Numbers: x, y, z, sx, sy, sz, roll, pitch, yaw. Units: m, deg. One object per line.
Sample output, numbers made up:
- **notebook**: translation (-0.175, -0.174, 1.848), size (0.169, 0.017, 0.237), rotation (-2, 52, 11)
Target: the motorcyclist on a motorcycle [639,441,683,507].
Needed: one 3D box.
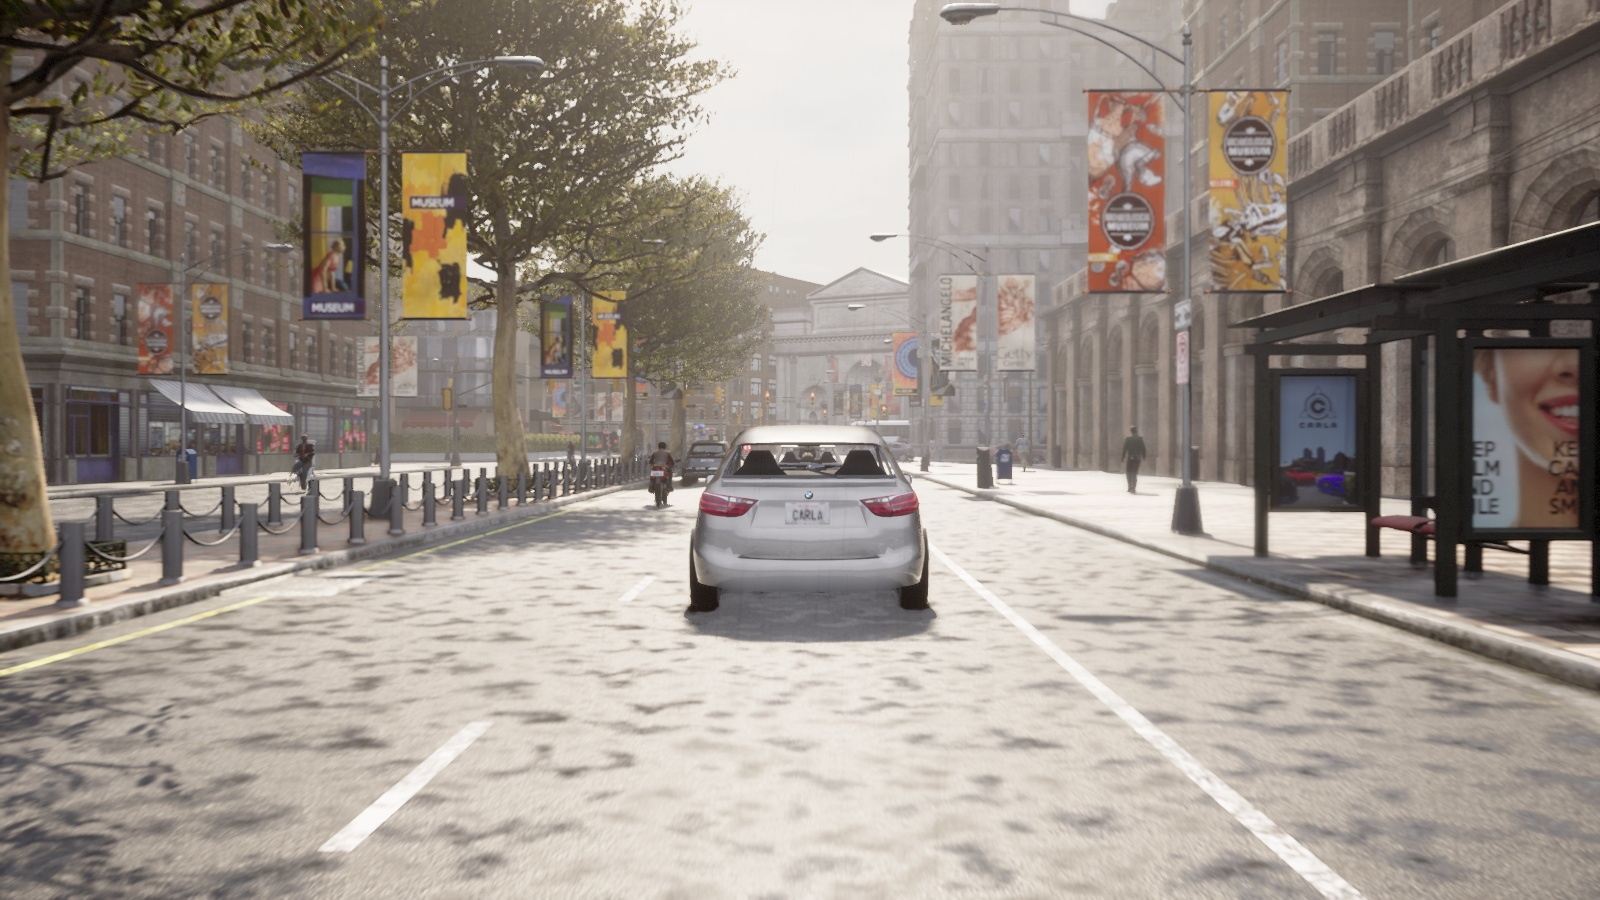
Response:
- **motorcyclist on a motorcycle**: translation (-3.314, 0.556, 30.099), size (0.797, 1.523, 2.044), rotation (0, 0, 0)

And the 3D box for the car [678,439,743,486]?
- **car**: translation (-3.223, 0.414, 46.105), size (2.033, 1.649, 4.856), rotation (0, 0, 0)

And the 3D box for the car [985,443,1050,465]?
- **car**: translation (14.977, 0.284, 86.690), size (4.193, 1.474, 1.816), rotation (0, 0, 0)

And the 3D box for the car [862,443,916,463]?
- **car**: translation (6.761, 0.228, 95.425), size (3.633, 1.501, 1.845), rotation (0, 1, 24)

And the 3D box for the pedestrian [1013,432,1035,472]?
- **pedestrian**: translation (10.369, 0.084, 58.186), size (0.874, 1.855, 0.900), rotation (0, 0, 0)

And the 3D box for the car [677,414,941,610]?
- **car**: translation (0.089, 0.518, 12.992), size (2.242, 1.667, 4.611), rotation (0, 0, 0)

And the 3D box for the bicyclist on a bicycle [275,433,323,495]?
- **bicyclist on a bicycle**: translation (-14.774, 0.396, 37.079), size (0.659, 1.776, 1.843), rotation (0, 0, 0)

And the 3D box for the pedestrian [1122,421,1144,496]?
- **pedestrian**: translation (8.791, 0.224, 33.133), size (0.423, 1.949, 0.788), rotation (0, 0, 5)
